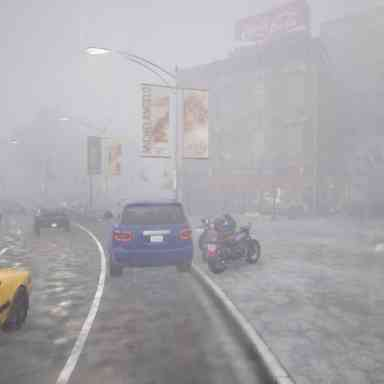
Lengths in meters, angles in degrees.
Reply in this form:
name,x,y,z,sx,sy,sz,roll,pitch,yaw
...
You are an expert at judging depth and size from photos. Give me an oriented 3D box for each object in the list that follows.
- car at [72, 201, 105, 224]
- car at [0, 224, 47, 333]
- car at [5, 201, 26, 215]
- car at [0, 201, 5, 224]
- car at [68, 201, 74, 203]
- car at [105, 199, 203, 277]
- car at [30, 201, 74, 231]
name,x,y,z,sx,sy,sz,roll,pitch,yaw
car,-7.348,1.590,24.614,1.895,1.301,4.718,0,0,-28
car,-3.443,1.453,3.698,1.801,1.575,5.366,0,0,-7
car,-18.332,1.549,33.387,1.994,1.385,4.181,0,0,-45
car,-12.321,1.467,19.671,1.882,1.535,5.008,0,0,-29
car,-10.641,1.512,29.304,2.002,1.452,4.674,0,0,-38
car,-1.533,1.219,10.591,2.150,2.045,5.566,0,0,-15
car,-8.532,1.500,20.019,1.837,1.490,4.892,0,0,-27
